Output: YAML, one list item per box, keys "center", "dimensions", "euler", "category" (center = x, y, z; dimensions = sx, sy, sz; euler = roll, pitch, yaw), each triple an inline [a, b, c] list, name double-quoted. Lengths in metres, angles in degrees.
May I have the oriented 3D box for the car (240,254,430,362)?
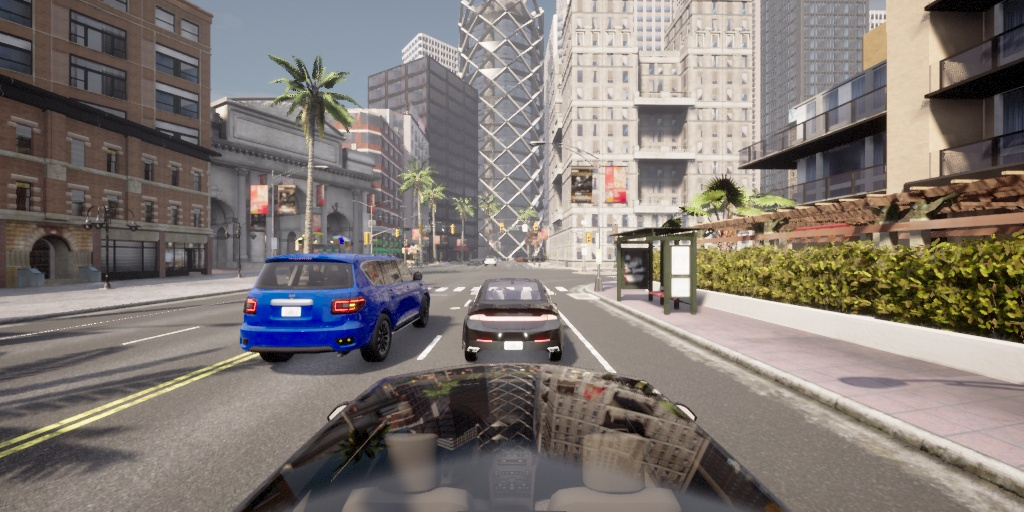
- center: [-3.487, 0.971, 8.333]
  dimensions: [2.150, 2.045, 5.566]
  euler: [0, 0, 0]
  category: "car"

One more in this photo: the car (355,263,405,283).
- center: [-10.389, 1.314, 28.626]
  dimensions: [1.994, 1.385, 4.181]
  euler: [0, 0, 8]
  category: "car"

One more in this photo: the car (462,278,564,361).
- center: [0.014, 1.242, 8.246]
  dimensions: [2.128, 1.511, 4.902]
  euler: [0, 0, 0]
  category: "car"
